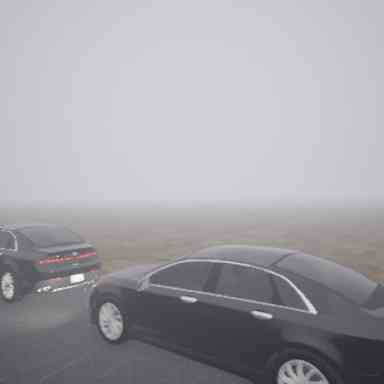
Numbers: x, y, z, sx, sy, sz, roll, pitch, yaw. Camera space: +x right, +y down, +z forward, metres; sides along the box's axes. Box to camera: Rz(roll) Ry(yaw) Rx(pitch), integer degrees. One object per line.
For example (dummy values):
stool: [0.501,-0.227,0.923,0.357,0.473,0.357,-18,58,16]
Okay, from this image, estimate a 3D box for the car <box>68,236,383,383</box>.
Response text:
car: [0.498,1.546,4.811,4.892,1.490,1.837,0,-1,36]

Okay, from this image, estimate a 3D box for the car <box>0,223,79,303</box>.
car: [-4.343,1.548,8.358,4.892,1.490,1.837,0,-1,36]
